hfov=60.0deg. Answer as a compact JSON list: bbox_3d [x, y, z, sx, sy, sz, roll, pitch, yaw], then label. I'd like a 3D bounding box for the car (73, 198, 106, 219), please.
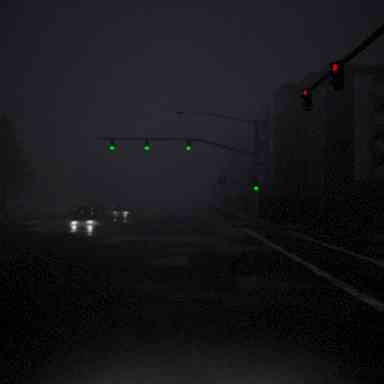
[{"bbox_3d":[-10.592,1.658,34.894,2.150,2.045,5.566,0,-1,0],"label":"car"}]

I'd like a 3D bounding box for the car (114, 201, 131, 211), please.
[{"bbox_3d":[-10.545,2.140,50.700,1.837,1.490,4.892,0,-1,0],"label":"car"}]
